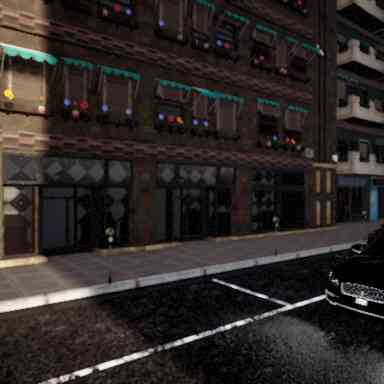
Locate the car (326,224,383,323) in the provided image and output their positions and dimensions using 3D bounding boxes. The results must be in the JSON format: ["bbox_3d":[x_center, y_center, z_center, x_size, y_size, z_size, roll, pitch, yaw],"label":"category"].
[{"bbox_3d":[4.681,1.497,6.722,4.892,1.490,1.837,0,0,-36],"label":"car"}]
